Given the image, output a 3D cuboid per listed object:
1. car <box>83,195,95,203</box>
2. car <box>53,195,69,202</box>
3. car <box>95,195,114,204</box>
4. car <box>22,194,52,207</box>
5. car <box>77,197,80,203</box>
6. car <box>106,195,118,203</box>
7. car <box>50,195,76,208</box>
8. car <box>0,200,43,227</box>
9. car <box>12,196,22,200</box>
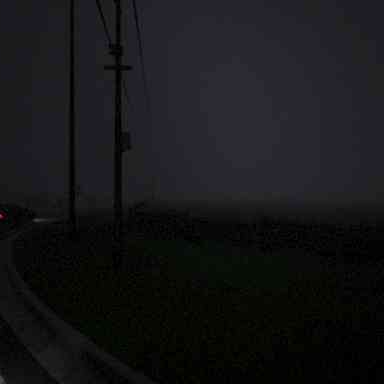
[{"bbox_3d":[-19.738,1.427,64.634,1.837,1.490,4.892,0,1,-5],"label":"car"},{"bbox_3d":[-27.240,1.293,69.074,1.994,1.385,4.181,0,0,-5],"label":"car"},{"bbox_3d":[-15.792,1.454,60.580,1.812,1.442,4.674,0,0,-6],"label":"car"},{"bbox_3d":[-21.489,1.440,46.504,1.837,1.490,4.892,0,0,-5],"label":"car"},{"bbox_3d":[-23.263,1.481,64.754,1.994,1.385,4.181,0,0,-5],"label":"car"},{"bbox_3d":[-16.824,1.418,70.458,1.837,1.490,4.892,0,0,-5],"label":"car"},{"bbox_3d":[-18.003,1.464,46.808,1.812,1.442,4.674,0,0,-5],"label":"car"},{"bbox_3d":[-12.298,1.514,22.369,2.033,1.411,5.357,0,0,-4],"label":"car"},{"bbox_3d":[-29.743,1.463,58.371,2.033,1.411,5.357,0,0,-5],"label":"car"}]
